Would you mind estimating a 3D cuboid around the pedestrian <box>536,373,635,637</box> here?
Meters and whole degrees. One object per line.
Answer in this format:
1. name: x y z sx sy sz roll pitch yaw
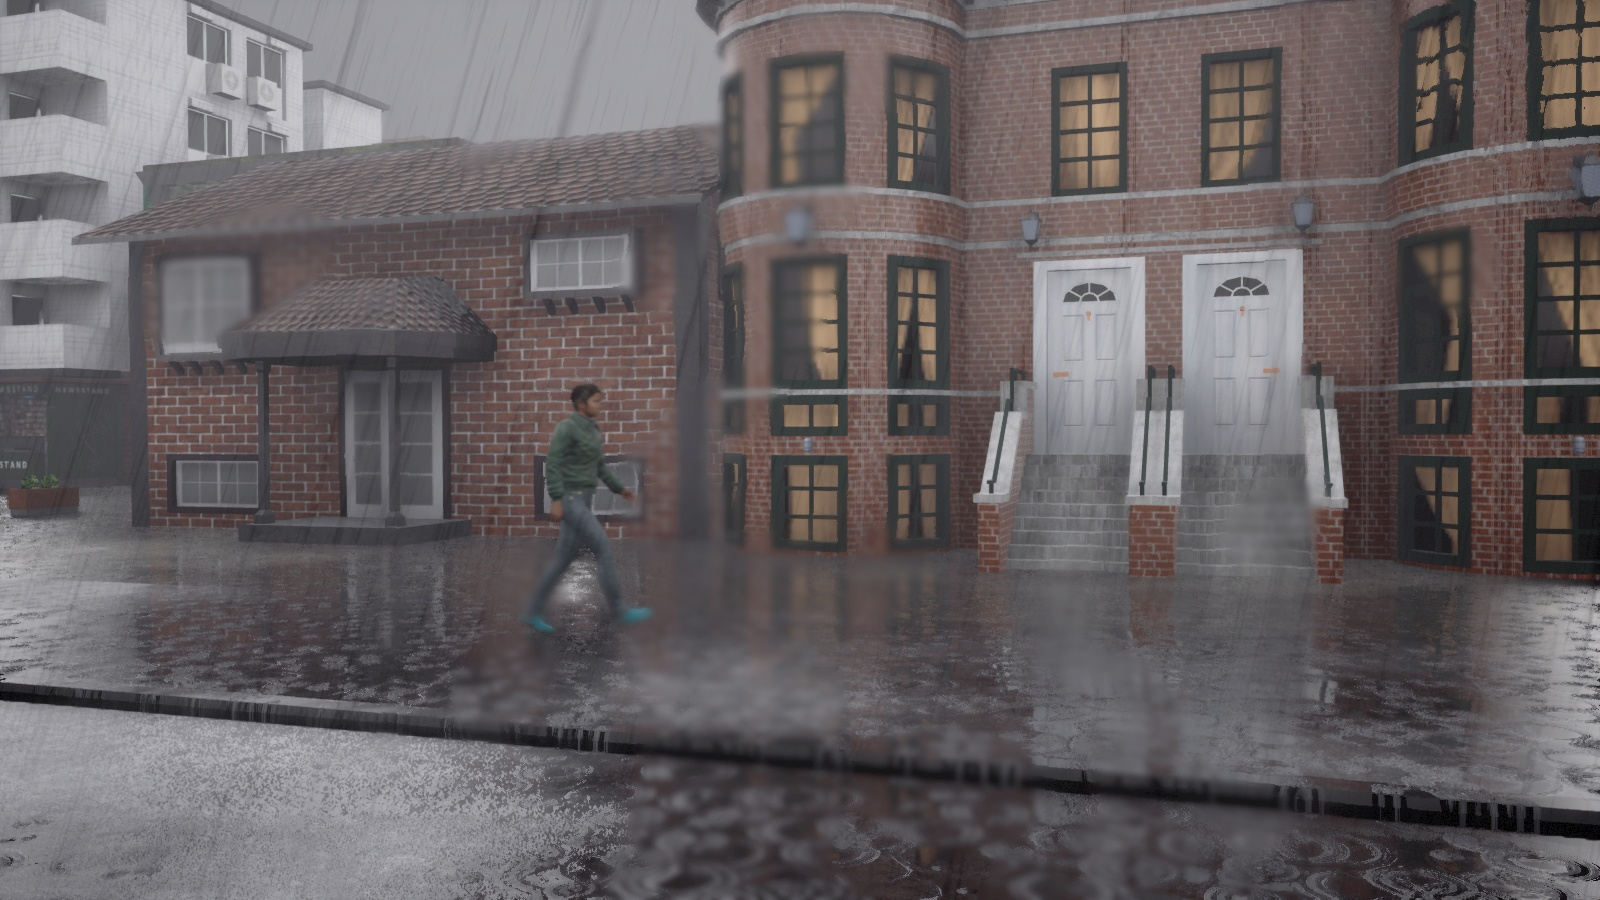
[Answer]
1. pedestrian: -1.529 0.381 8.985 0.614 1.847 0.353 0 1 11
